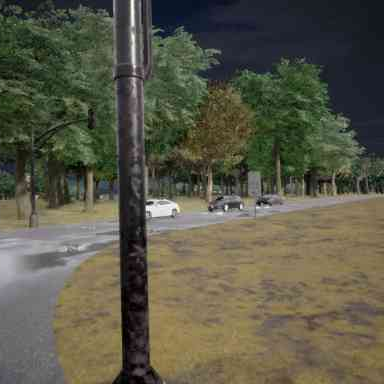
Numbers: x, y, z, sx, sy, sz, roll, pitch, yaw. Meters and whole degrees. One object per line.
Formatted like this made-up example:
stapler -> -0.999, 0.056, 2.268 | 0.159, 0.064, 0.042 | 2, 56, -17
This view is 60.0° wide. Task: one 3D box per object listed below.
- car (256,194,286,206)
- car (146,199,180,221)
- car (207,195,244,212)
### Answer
car -> 9.755, 0.970, 40.956 | 2.033, 1.411, 5.357 | -3, -1, 37
car -> -2.790, 1.268, 24.477 | 1.812, 1.442, 4.674 | -3, -1, 37
car -> 3.343, 1.087, 32.545 | 1.837, 1.490, 4.892 | -3, -1, 37
